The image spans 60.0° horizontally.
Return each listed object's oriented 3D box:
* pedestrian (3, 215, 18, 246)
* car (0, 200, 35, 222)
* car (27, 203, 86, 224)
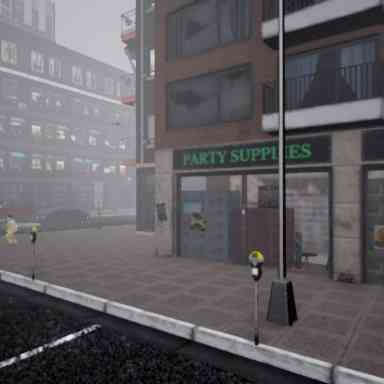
[{"bbox_3d":[-6.921,1.413,12.795,0.375,1.300,0.375,0,0,35],"label":"pedestrian"},{"bbox_3d":[-14.952,1.568,26.713,2.192,1.841,5.009,-1,-2,35],"label":"car"},{"bbox_3d":[-11.011,1.868,27.808,1.994,1.385,4.181,0,-1,35],"label":"car"}]
